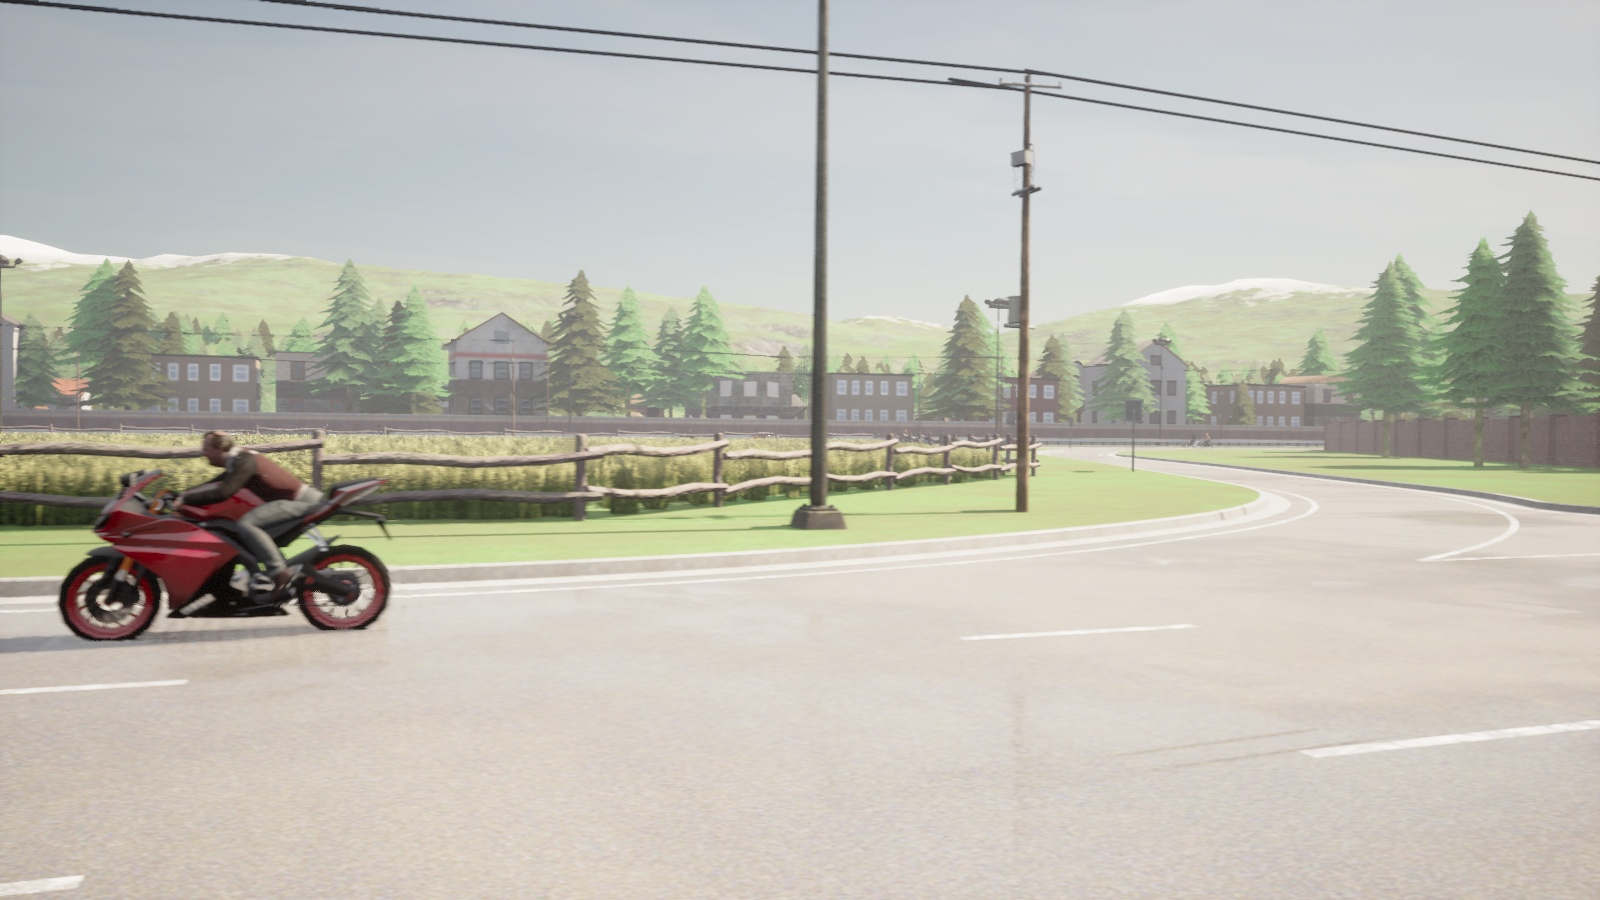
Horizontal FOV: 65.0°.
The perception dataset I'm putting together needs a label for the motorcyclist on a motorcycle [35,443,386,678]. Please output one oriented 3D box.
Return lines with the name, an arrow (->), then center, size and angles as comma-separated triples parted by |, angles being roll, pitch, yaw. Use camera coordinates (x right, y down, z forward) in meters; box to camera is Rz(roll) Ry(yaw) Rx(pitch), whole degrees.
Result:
motorcyclist on a motorcycle -> -4.196, 0.730, 9.134 | 2.191, 1.530, 0.866 | -1, 1, -21
